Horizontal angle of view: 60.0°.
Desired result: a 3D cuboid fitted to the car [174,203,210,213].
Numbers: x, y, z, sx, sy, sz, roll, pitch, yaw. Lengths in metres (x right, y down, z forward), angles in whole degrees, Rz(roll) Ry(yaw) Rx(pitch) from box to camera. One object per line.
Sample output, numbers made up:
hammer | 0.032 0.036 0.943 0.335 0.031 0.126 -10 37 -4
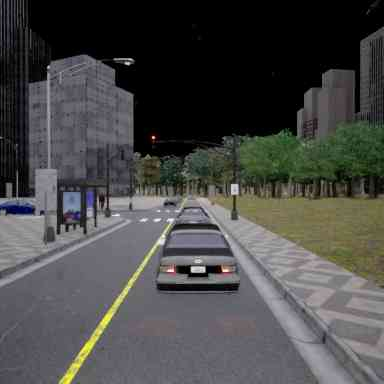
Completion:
car | 0.071 1.554 19.217 1.994 1.385 4.181 0 0 0

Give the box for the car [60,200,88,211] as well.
car | -13.142 1.453 34.332 4.674 1.442 1.812 0 1 0

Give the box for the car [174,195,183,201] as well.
car | -3.115 1.386 77.806 1.994 1.385 4.181 0 0 0

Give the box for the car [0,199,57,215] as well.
car | -15.658 1.426 31.180 5.008 1.535 1.882 0 0 0

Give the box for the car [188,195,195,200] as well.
car | -0.153 1.470 86.414 1.895 1.301 4.718 0 0 0

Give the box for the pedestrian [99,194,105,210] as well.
pedestrian | -10.108 1.051 37.285 0.375 1.860 0.375 0 0 1

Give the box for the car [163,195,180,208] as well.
car | -3.128 1.551 48.307 1.895 1.301 4.718 0 0 0

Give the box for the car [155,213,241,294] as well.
car | 0.094 1.545 8.939 2.033 1.411 5.357 0 0 -1

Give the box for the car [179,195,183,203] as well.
car | -3.105 1.489 63.321 1.994 1.385 4.181 0 0 0
